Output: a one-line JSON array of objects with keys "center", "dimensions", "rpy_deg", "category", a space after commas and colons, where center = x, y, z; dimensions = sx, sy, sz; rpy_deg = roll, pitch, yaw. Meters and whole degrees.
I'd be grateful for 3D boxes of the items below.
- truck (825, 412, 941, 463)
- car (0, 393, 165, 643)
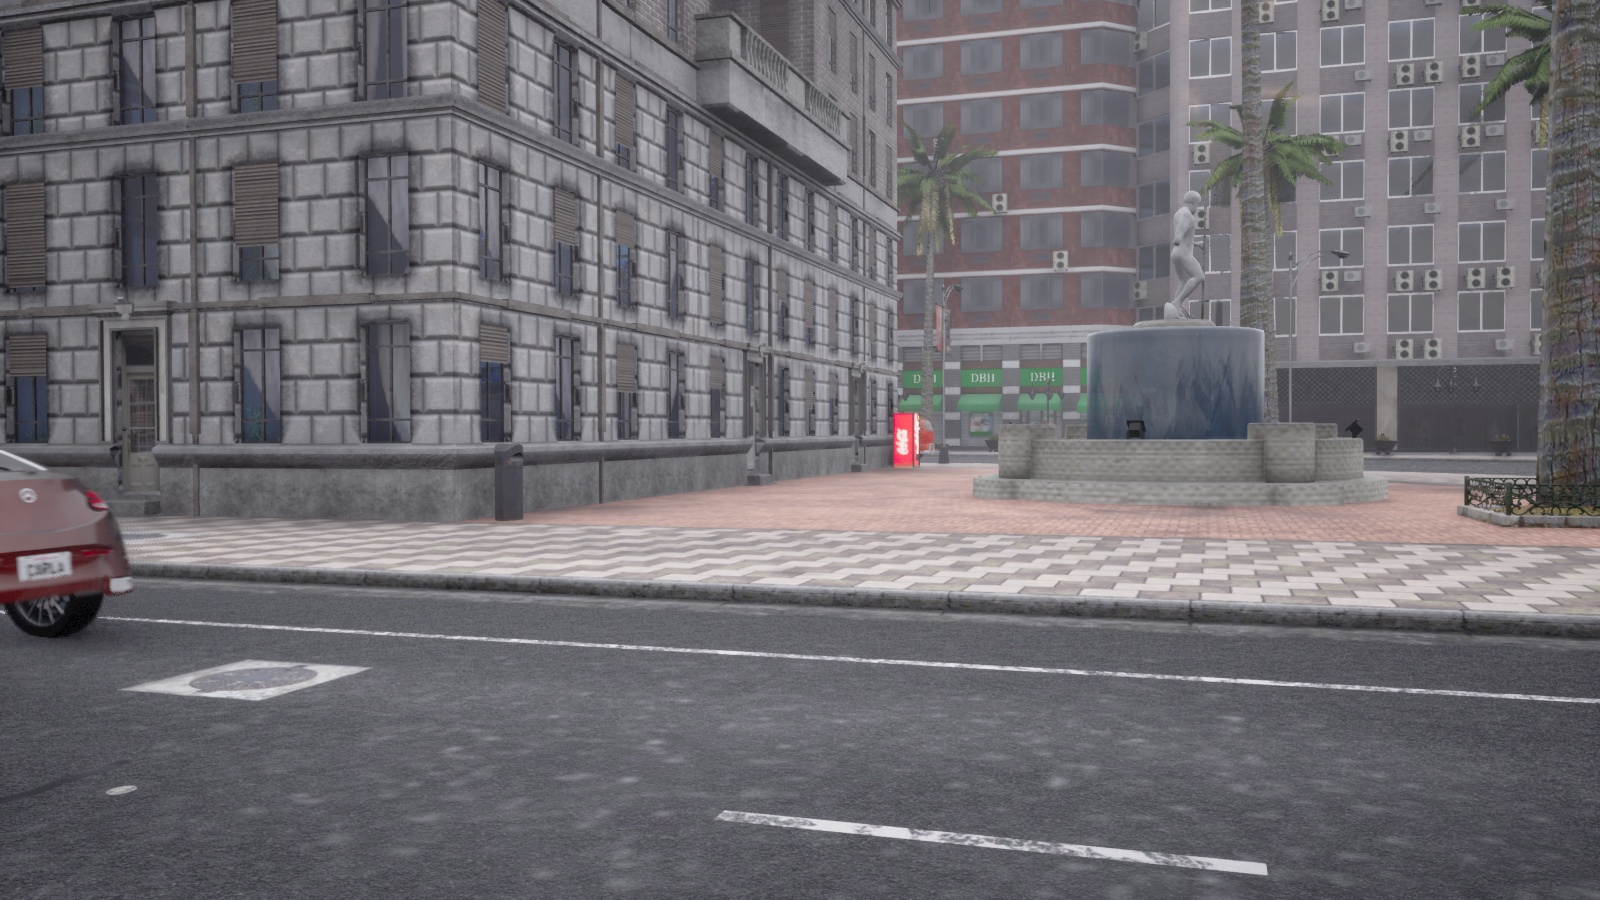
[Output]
[{"center": [4.121, -0.644, 62.433], "dimensions": [5.204, 2.467, 2.627], "rpy_deg": [1, 1, 20], "category": "truck"}, {"center": [-7.571, 0.427, 9.344], "dimensions": [5.027, 1.651, 2.152], "rpy_deg": [0, 1, 18], "category": "car"}]
